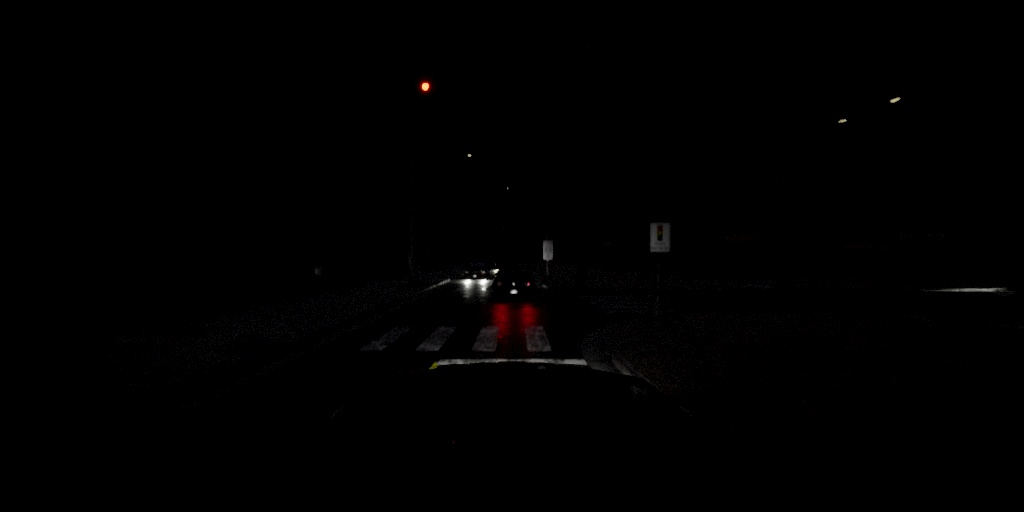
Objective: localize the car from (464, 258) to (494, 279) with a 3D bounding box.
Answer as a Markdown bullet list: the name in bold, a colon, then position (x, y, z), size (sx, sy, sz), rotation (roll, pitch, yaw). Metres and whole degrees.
- **car**: position (-2.866, 1.142, 30.269), size (2.033, 1.411, 5.357), rotation (0, 0, 0)

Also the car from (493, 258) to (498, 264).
- **car**: position (-2.863, 0.989, 47.746), size (1.882, 1.535, 5.008), rotation (0, 1, 0)

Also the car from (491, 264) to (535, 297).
- **car**: position (0.086, 1.257, 18.022), size (1.895, 1.301, 4.718), rotation (0, 0, 0)
